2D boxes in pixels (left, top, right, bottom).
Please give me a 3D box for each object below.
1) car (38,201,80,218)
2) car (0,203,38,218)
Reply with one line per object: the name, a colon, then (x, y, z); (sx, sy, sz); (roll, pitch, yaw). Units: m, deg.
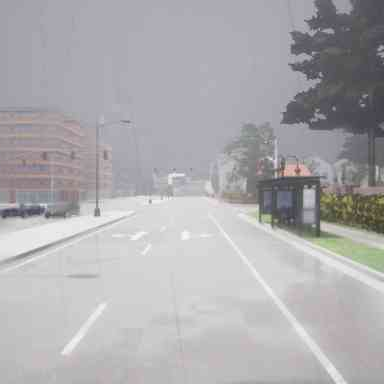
car: (-11.500, 1.557, 29.750); (1.837, 1.490, 4.892); (0, 0, 0)
car: (-15.000, 1.652, 29.720); (1.895, 1.301, 4.718); (0, 0, 0)
